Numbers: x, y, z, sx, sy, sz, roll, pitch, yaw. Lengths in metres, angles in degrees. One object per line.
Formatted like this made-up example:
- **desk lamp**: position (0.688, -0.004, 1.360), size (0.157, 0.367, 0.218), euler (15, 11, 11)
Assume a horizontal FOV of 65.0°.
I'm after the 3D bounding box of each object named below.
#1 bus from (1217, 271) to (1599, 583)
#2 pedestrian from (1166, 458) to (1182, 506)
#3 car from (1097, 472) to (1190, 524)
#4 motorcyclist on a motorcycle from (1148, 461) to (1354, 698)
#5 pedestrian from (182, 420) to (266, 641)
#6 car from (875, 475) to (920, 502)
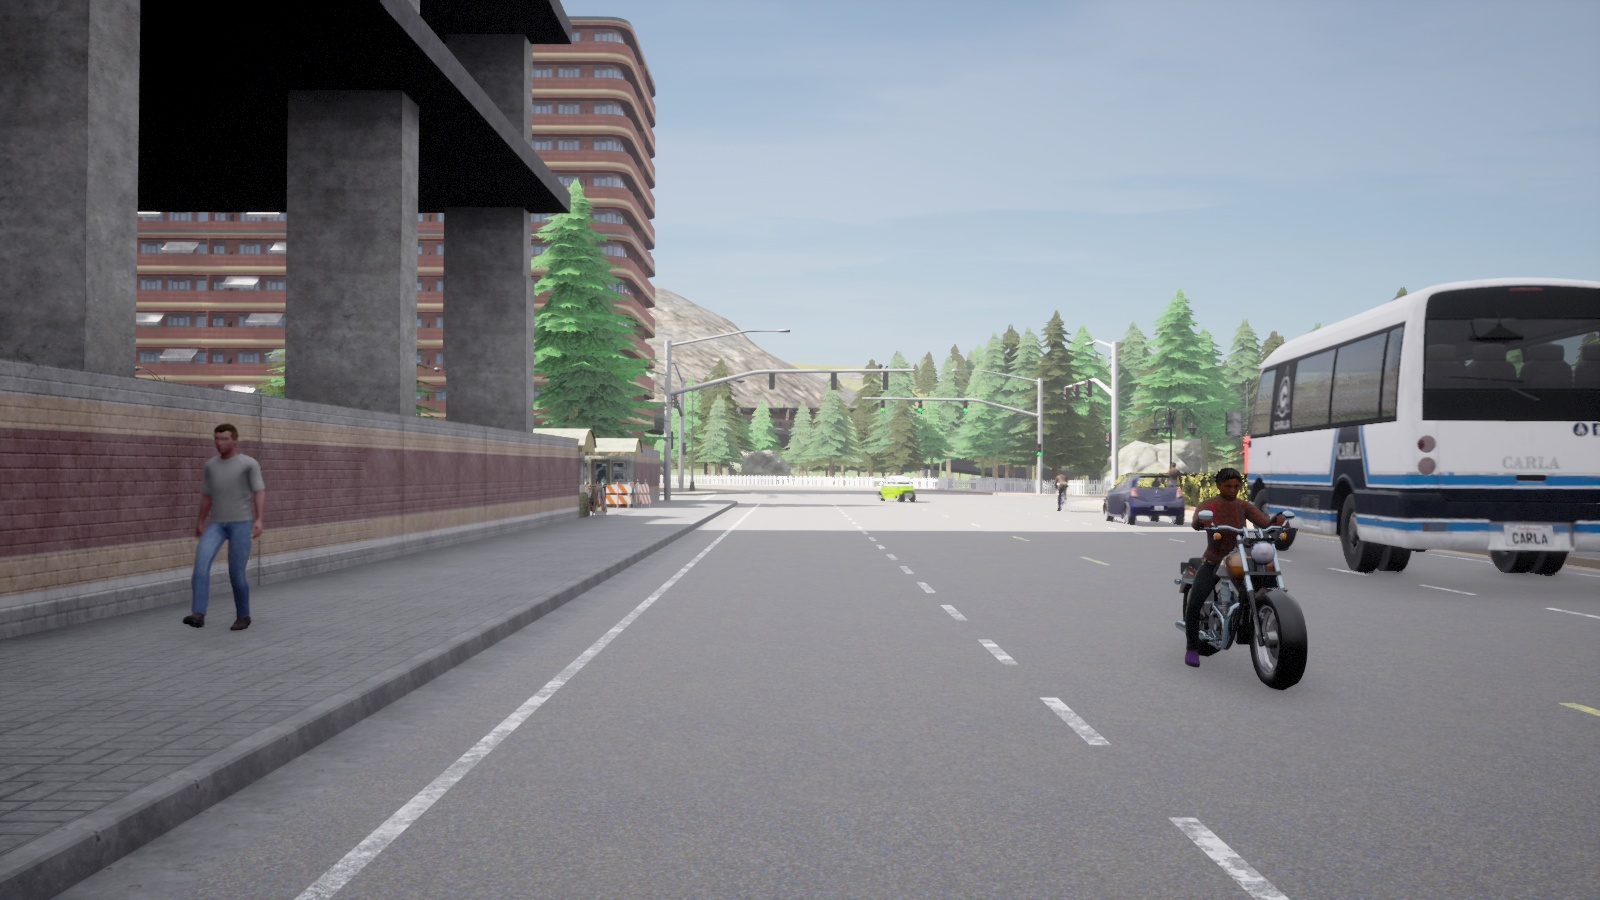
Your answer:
- **bus**: position (10.507, -0.230, 22.308), size (3.944, 4.253, 10.273), euler (0, -1, 7)
- **pedestrian**: position (14.035, 1.202, 47.121), size (0.328, 1.805, 0.869), euler (0, -1, 1)
- **car**: position (10.405, 1.428, 38.278), size (1.845, 1.501, 3.633), euler (0, -1, 0)
- **motorcyclist on a motorcycle**: position (3.475, 0.918, 9.942), size (0.766, 1.649, 2.350), euler (0, -1, 0)
- **pedestrian**: position (-4.929, 0.672, 10.770), size (0.354, 1.836, 0.706), euler (0, -1, 3)
- **car**: position (5.120, 1.996, 65.913), size (1.481, 1.376, 2.207), euler (1, -1, -25)
